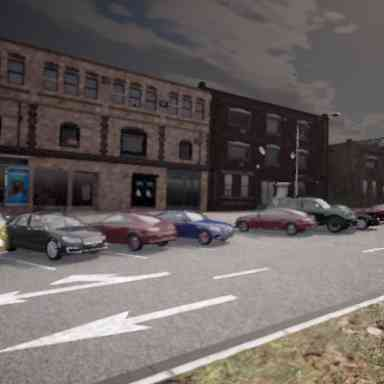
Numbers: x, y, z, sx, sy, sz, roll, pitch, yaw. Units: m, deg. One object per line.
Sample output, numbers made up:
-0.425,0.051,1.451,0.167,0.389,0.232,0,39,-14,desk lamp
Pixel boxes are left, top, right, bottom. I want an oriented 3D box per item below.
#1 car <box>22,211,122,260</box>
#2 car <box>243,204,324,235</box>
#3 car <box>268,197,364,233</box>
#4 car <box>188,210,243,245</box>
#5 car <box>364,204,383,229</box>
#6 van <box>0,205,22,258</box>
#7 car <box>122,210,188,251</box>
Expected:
-5.229,1.494,12.375,4.892,1.521,2.231,-1,-1,35,car
4.768,1.607,19.156,4.674,1.452,2.002,-1,-1,36,car
7.318,1.335,20.814,5.566,2.045,2.435,-1,-1,37,car
-0.249,1.570,15.797,4.674,1.452,2.002,-1,-1,36,car
9.824,1.605,22.474,5.008,1.535,2.097,-1,-1,37,car
-7.601,1.246,10.574,4.442,1.987,1.878,-1,-1,35,van
-2.741,1.551,14.083,4.674,1.452,2.002,-1,-1,35,car
